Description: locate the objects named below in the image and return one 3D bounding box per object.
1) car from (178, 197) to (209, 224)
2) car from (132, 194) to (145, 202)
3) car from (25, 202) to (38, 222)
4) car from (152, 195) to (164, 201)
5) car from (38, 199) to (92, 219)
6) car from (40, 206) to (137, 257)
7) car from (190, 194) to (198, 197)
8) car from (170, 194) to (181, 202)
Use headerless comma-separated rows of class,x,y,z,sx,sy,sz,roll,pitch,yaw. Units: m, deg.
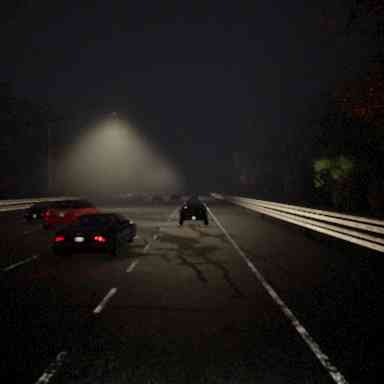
car,0.116,1.344,23.379,1.837,1.490,4.892,0,1,0
car,-10.150,1.050,63.152,1.882,1.535,5.008,0,0,0
car,-10.380,1.357,24.258,1.812,1.442,4.674,0,1,0
car,-6.630,1.155,65.777,1.895,1.301,4.718,0,0,0
car,-6.892,1.214,19.733,2.097,1.767,4.553,0,0,0
car,-3.408,1.459,12.561,2.033,1.411,5.357,0,0,0
car,0.395,1.080,68.955,2.033,1.411,5.357,0,0,0
car,-3.142,1.054,64.193,2.128,1.511,4.902,0,0,0
